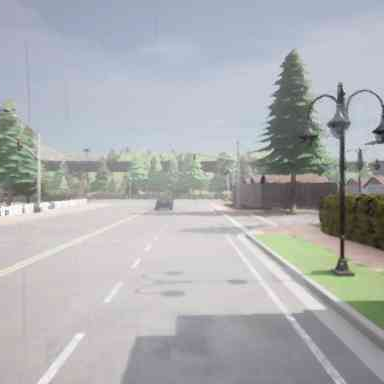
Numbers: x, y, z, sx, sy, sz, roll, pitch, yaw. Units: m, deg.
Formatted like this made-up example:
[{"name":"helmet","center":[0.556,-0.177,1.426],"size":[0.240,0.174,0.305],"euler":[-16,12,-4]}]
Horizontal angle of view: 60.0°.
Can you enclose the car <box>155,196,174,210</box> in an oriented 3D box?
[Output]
[{"name":"car","center":[-3.398,1.305,41.984],"size":[2.097,1.767,4.553],"euler":[0,0,0]}]
